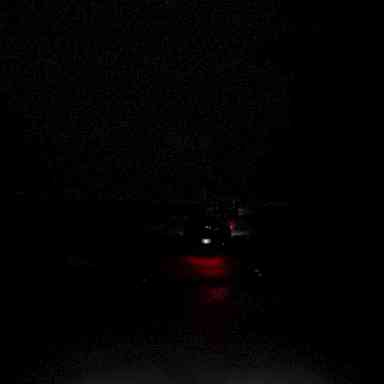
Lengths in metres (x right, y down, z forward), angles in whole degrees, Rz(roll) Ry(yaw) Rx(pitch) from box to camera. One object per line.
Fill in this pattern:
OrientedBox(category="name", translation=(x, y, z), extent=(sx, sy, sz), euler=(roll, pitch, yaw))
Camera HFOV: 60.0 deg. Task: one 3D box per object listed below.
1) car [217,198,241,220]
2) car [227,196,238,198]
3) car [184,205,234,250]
OrientedBox(category="car", translation=(3.039, 1.521, 29.102), extent=(2.128, 1.511, 4.902), euler=(0, 0, 12))
OrientedBox(category="car", translation=(5.928, 1.483, 50.125), extent=(2.097, 1.767, 4.553), euler=(-1, 0, 20))
OrientedBox(category="car", translation=(0.759, 1.526, 14.433), extent=(1.837, 1.490, 4.892), euler=(0, 0, 6))
